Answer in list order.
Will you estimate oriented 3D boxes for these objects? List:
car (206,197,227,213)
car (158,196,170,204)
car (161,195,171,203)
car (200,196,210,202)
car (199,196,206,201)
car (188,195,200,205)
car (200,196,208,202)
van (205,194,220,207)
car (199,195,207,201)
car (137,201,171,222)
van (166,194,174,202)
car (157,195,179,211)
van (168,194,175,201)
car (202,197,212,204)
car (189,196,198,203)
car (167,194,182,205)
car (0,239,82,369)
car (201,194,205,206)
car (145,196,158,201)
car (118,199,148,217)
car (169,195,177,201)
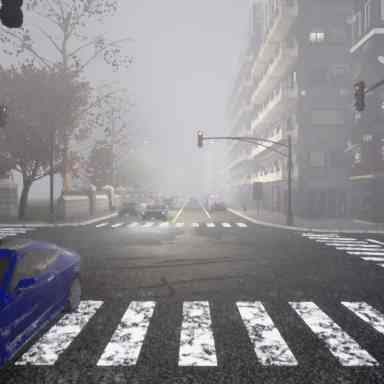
[{"bbox_3d":[2.812,1.564,36.495,1.887,1.381,4.507,0,0,0],"label":"car"},{"bbox_3d":[-5.476,1.499,64.675,1.967,1.590,4.097,0,0,0],"label":"car"},{"bbox_3d":[-5.457,1.509,70.304,1.967,1.590,4.097,0,0,0],"label":"car"},{"bbox_3d":[2.941,1.630,75.907,2.008,1.369,4.403,0,0,0],"label":"car"},{"bbox_3d":[2.996,1.702,92.797,1.802,1.307,4.206,0,0,0],"label":"car"},{"bbox_3d":[0.303,1.617,61.192,1.994,1.385,4.181,0,0,0],"label":"car"},{"bbox_3d":[2.959,1.637,81.537,1.887,1.381,4.507,0,0,0],"label":"car"},{"bbox_3d":[2.831,1.367,42.126,1.690,1.788,3.998,0,0,0],"label":"van"},{"bbox_3d":[2.978,1.546,87.166,1.967,1.590,4.097,0,0,0],"label":"car"},{"bbox_3d":[-2.925,1.612,26.527,1.895,1.301,4.718,0,0,-2],"label":"car"},{"bbox_3d":[-5.421,1.433,81.565,1.690,1.788,3.998,0,0,0],"label":"van"},{"bbox_3d":[-2.959,1.531,41.841,1.837,1.490,4.892,0,0,0],"label":"car"},{"bbox_3d":[-5.402,1.446,87.194,1.690,1.788,3.998,0,0,0],"label":"van"},{"bbox_3d":[2.904,1.604,64.646,1.887,1.381,4.507,0,0,0],"label":"car"},{"bbox_3d":[0.301,1.596,71.189,1.812,1.442,4.674,0,0,0],"label":"car"},{"bbox_3d":[-2.873,1.399,58.165,2.097,1.767,4.553,0,0,1],"label":"car"},{"bbox_3d":[-3.065,1.509,4.902,1.812,1.442,4.674,1,1,0],"label":"car"},{"bbox_3d":[2.868,1.481,53.387,1.967,1.590,4.097,0,0,0],"label":"car"},{"bbox_3d":[-5.550,1.551,41.984,1.752,1.417,4.829,0,0,0],"label":"car"},{"bbox_3d":[-5.587,1.580,30.893,1.947,1.339,4.313,0,0,0],"label":"car"},{"bbox_3d":[-5.384,1.671,92.824,2.008,1.369,4.403,0,0,0],"label":"car"}]
